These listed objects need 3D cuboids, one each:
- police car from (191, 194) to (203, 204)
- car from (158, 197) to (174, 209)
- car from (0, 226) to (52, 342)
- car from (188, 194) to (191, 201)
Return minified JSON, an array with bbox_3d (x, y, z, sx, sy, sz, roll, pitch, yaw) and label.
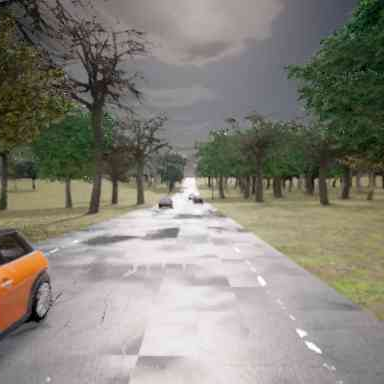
[{"bbox_3d":[1.235,1.518,65.256,1.930,1.638,5.238,0,0,0],"label":"police car"},{"bbox_3d":[-3.574,1.509,45.918,1.882,1.535,5.008,0,0,0],"label":"car"},{"bbox_3d":[-3.599,1.348,4.161,2.097,1.767,4.553,0,0,0],"label":"car"},{"bbox_3d":[0.013,1.474,84.690,1.994,1.385,4.181,0,0,0],"label":"car"}]
